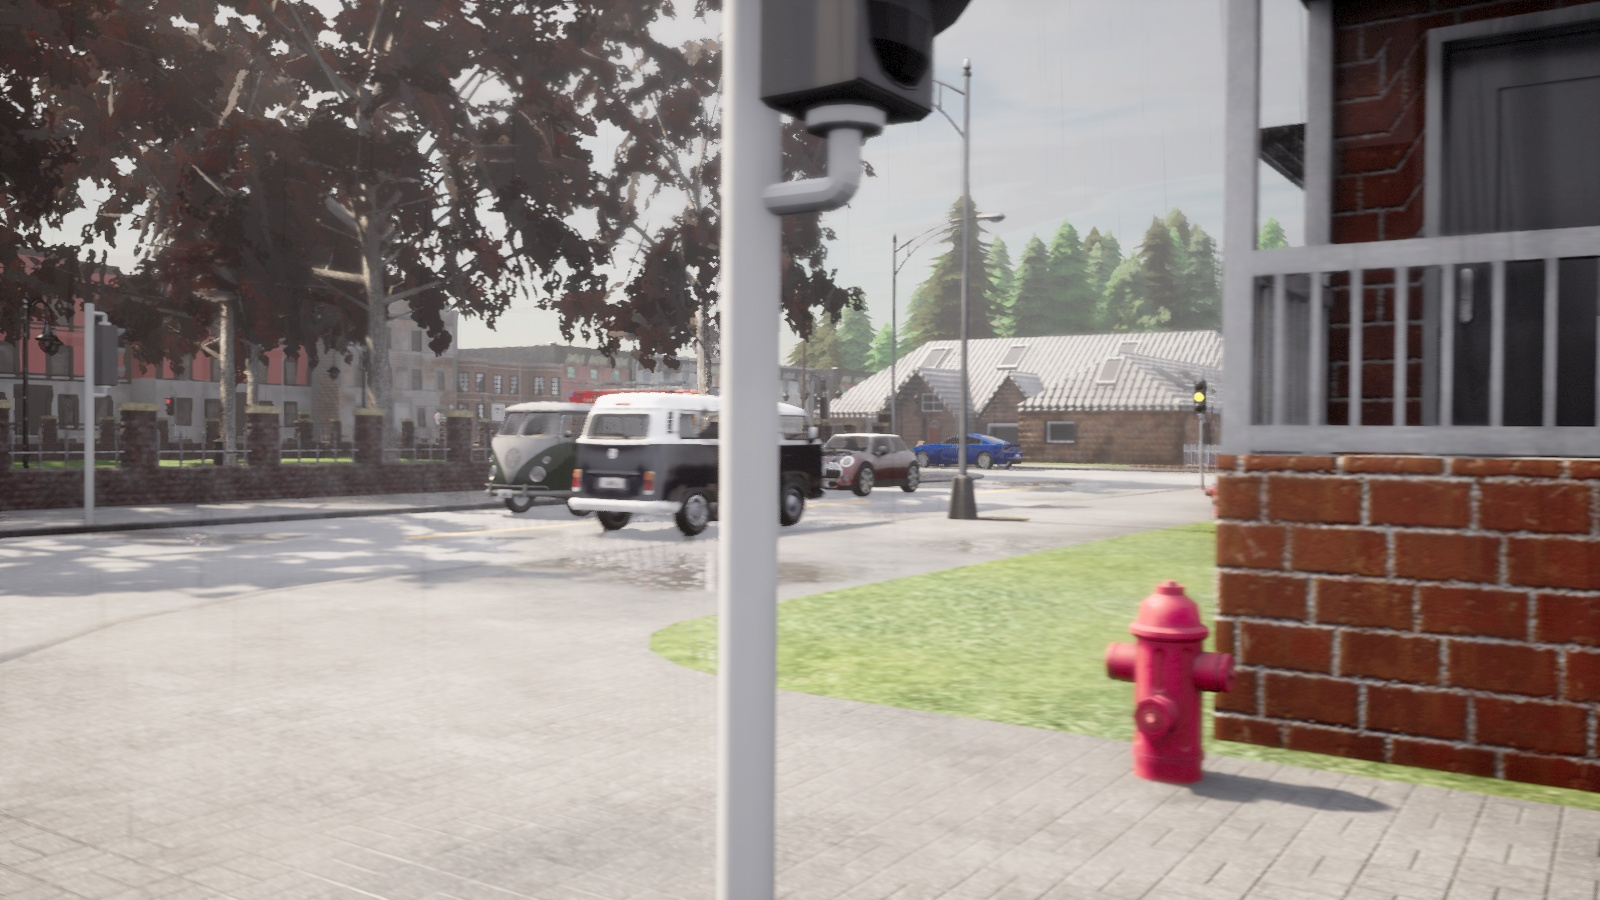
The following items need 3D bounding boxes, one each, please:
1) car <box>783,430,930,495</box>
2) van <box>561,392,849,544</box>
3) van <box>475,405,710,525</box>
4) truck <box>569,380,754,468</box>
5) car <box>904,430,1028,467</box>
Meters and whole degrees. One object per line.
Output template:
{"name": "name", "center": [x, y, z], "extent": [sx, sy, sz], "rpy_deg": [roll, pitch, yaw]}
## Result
{"name": "car", "center": [1.447, 0.269, 30.804], "extent": [1.970, 1.475, 3.806], "rpy_deg": [0, 1, 32]}
{"name": "van", "center": [-1.310, 0.207, 19.304], "extent": [2.069, 2.038, 4.480], "rpy_deg": [0, 1, 34]}
{"name": "van", "center": [-3.675, 0.208, 23.090], "extent": [1.775, 1.987, 4.442], "rpy_deg": [0, 1, 31]}
{"name": "truck", "center": [-6.467, -1.152, 57.906], "extent": [8.468, 3.827, 2.891], "rpy_deg": [0, 1, 32]}
{"name": "car", "center": [7.100, -0.083, 53.918], "extent": [5.008, 1.535, 1.882], "rpy_deg": [0, 1, 37]}
